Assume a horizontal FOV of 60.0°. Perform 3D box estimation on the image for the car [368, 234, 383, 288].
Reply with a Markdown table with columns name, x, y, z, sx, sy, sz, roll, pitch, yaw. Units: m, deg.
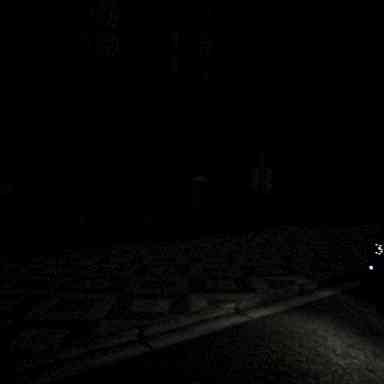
| name | x | y | z | sx | sy | sz | roll | pitch | yaw |
| --- | --- | --- | --- | --- | --- | --- | --- | --- | --- |
| car | 6.535 | 1.228 | 8.035 | 5.566 | 2.045 | 2.150 | 0 | 0 | -36 |
